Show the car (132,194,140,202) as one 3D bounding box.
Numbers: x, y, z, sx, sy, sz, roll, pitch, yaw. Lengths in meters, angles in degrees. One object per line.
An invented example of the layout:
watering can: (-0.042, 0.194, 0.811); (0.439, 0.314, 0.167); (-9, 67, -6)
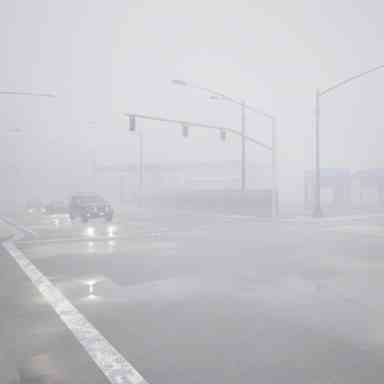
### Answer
car: (-10.533, 1.252, 71.315); (4.611, 1.667, 2.242); (0, 0, -34)

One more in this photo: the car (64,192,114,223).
car: (-8.180, 1.248, 26.548); (2.150, 2.045, 5.566); (0, 0, -35)

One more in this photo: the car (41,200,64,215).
car: (-13.959, 1.588, 34.747); (1.994, 1.385, 4.181); (0, 0, -35)

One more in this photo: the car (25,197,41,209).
car: (-21.497, 1.527, 45.459); (1.837, 1.490, 4.892); (0, 0, -35)
